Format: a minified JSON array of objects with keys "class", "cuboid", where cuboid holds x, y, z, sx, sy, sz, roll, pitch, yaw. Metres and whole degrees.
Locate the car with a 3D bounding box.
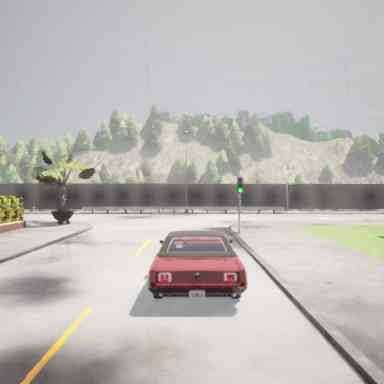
[{"class":"car","cuboid":[0.102,1.601,8.371,1.895,1.301,4.718,0,0,0]}]
